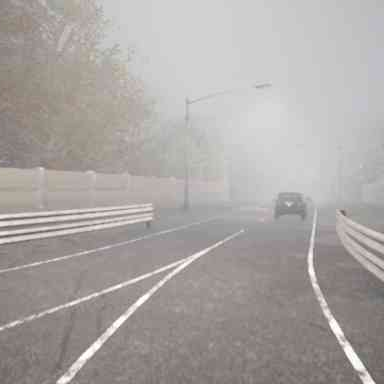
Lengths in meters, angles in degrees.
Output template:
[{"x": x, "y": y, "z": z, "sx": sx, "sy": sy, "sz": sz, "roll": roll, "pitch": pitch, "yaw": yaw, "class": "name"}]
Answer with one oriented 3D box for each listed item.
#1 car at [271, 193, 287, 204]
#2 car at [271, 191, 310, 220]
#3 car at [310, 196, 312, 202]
[{"x": 13.213, "y": 0.991, "z": 50.396, "sx": 1.837, "sy": 1.490, "sz": 4.892, "roll": 2, "pitch": 1, "yaw": 21, "class": "car"}, {"x": 7.687, "y": 0.979, "z": 25.586, "sx": 2.150, "sy": 2.045, "sz": 5.566, "roll": 1, "pitch": 1, "yaw": 21, "class": "car"}, {"x": 19.557, "y": 1.037, "z": 57.108, "sx": 1.994, "sy": 1.385, "sz": 4.181, "roll": 1, "pitch": 1, "yaw": 21, "class": "car"}]
